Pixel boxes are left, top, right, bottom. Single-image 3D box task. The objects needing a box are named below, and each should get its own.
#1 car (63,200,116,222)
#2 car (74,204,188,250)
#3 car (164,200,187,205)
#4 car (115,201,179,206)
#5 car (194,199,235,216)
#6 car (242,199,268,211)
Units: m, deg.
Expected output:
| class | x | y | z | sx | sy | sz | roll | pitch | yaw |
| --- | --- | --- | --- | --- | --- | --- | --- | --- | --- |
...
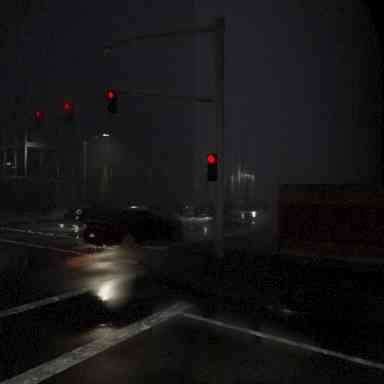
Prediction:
| class | x | y | z | sx | sy | sz | roll | pitch | yaw |
| --- | --- | --- | --- | --- | --- | --- | --- | --- | --- |
| car | -7.689 | 1.407 | 25.973 | 2.097 | 1.767 | 4.553 | 0 | 0 | 36 |
| car | -2.434 | 1.535 | 14.926 | 1.882 | 1.535 | 5.008 | 0 | 0 | 36 |
| car | -2.376 | 1.560 | 33.408 | 1.837 | 1.490 | 4.892 | 0 | 0 | 36 |
| car | -3.424 | 1.656 | 25.925 | 1.895 | 1.301 | 4.718 | 0 | 0 | 36 |
| car | 2.088 | 1.533 | 33.631 | 1.882 | 1.535 | 5.008 | 0 | 0 | 35 |
| car | 8.054 | 1.581 | 41.953 | 1.812 | 1.442 | 4.674 | 0 | 0 | 36 |
